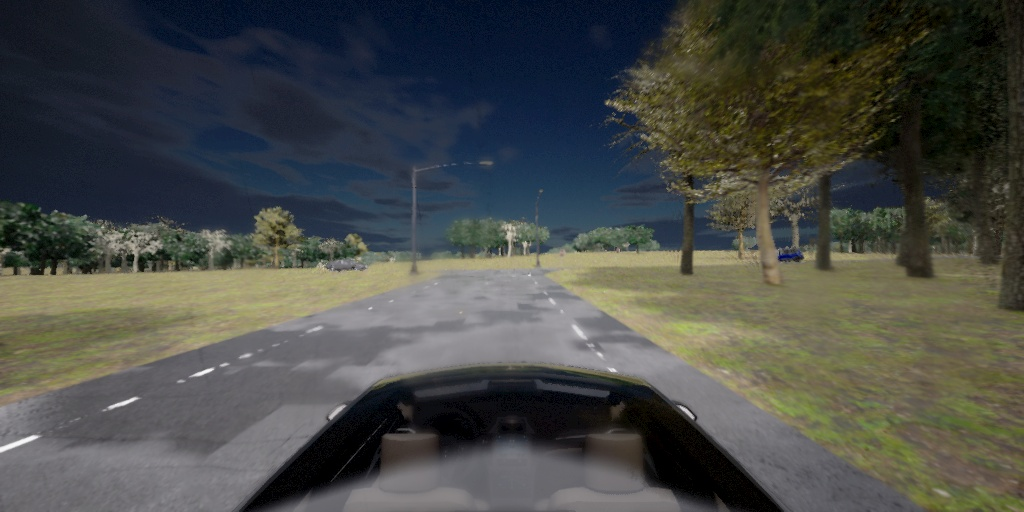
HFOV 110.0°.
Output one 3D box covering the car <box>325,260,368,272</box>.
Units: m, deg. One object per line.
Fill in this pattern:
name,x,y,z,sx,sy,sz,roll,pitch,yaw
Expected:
car,-20.426,1.264,44.378,4.902,1.511,2.128,-1,-2,0
